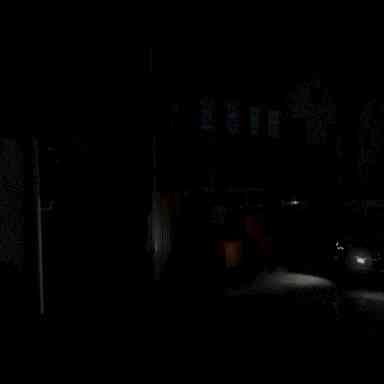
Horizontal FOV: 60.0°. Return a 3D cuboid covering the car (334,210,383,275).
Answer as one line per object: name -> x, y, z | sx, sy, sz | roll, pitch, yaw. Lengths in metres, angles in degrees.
car -> 5.743, 1.235, 8.958 | 4.892, 1.490, 1.837 | -2, 1, -37
